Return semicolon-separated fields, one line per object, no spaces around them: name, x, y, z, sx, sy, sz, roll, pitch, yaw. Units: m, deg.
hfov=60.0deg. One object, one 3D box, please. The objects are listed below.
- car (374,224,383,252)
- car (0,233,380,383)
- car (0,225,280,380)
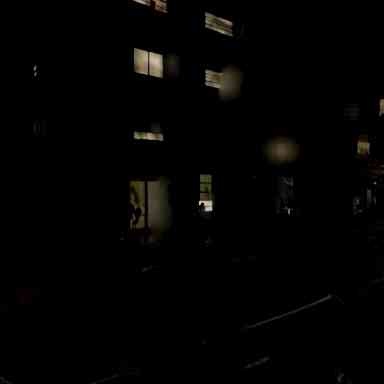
car;8.461;1.550;12.566;4.403;1.369;2.008;0;0;-35
car;-0.526;1.352;3.004;4.553;1.767;2.097;0;0;-35
car;-0.686;1.525;6.068;4.829;1.417;1.752;0;0;-35
